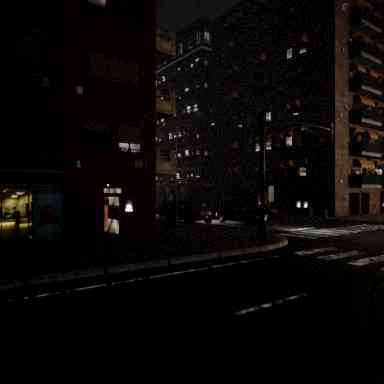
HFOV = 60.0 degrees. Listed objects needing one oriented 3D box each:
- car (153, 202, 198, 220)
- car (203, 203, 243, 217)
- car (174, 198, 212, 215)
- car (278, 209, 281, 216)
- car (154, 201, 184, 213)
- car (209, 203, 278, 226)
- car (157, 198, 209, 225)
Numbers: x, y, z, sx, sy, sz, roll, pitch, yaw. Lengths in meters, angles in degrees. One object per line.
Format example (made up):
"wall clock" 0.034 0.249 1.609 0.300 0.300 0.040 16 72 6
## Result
"car" -1.730 1.837 33.566 2.128 1.511 4.902 0 -1 -36
"car" 3.334 1.899 36.656 1.947 1.339 4.313 -1 0 -36
"car" 0.034 1.719 41.145 2.192 1.841 5.009 -1 0 -36
"car" 6.629 1.844 32.168 1.802 1.307 4.206 -1 0 -36
"car" -3.257 2.025 45.632 2.008 1.369 4.403 -1 0 -36
"car" 3.857 1.717 25.980 2.128 1.511 4.902 0 -1 -35
"car" -0.367 1.586 27.078 2.192 1.841 5.009 -1 0 -36
